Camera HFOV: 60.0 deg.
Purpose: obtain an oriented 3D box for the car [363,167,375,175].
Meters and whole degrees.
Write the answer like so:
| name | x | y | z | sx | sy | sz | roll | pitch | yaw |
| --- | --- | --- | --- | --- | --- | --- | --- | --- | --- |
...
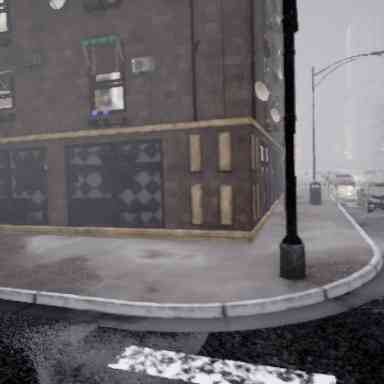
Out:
| name | x | y | z | sx | sy | sz | roll | pitch | yaw |
| --- | --- | --- | --- | --- | --- | --- | --- | --- | --- |
| car | 32.525 | -3.850 | 61.064 | 1.887 | 1.381 | 4.507 | 0 | 4 | 19 |

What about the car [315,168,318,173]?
| name | x | y | z | sx | sy | sz | roll | pitch | yaw |
| --- | --- | --- | --- | --- | --- | --- | --- | --- | --- |
| car | 32.229 | -5.458 | 84.927 | 1.887 | 1.381 | 4.507 | 0 | 4 | 19 |

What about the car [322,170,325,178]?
| name | x | y | z | sx | sy | sz | roll | pitch | yaw |
| --- | --- | --- | --- | --- | --- | --- | --- | --- | --- |
| car | 17.859 | -1.998 | 42.145 | 1.802 | 1.307 | 4.206 | 0 | 4 | 19 |

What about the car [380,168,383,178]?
| name | x | y | z | sx | sy | sz | roll | pitch | yaw |
| --- | --- | --- | --- | --- | --- | --- | --- | --- | --- |
| car | 27.138 | -2.557 | 45.026 | 2.008 | 1.369 | 4.403 | 0 | 4 | 19 |

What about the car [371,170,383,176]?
| name | x | y | z | sx | sy | sz | roll | pitch | yaw |
| --- | --- | --- | --- | --- | --- | --- | --- | --- | --- |
| car | 13.924 | -0.536 | 22.403 | 2.033 | 1.411 | 5.357 | -1 | 4 | 19 |

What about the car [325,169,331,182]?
| name | x | y | z | sx | sy | sz | roll | pitch | yaw |
| --- | --- | --- | --- | --- | --- | --- | --- | --- | --- |
| car | 16.007 | -1.610 | 36.633 | 1.752 | 1.417 | 4.829 | 0 | 4 | 19 |

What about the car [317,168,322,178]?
| name | x | y | z | sx | sy | sz | roll | pitch | yaw |
| --- | --- | --- | --- | --- | --- | --- | --- | --- | --- |
| car | 21.450 | -2.890 | 52.839 | 2.008 | 1.369 | 4.403 | 0 | 4 | 19 |

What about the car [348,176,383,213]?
| name | x | y | z | sx | sy | sz | roll | pitch | yaw |
| --- | --- | --- | --- | --- | --- | --- | --- | --- | --- |
| car | 8.754 | 0.135 | 15.446 | 2.008 | 1.369 | 4.403 | 0 | 4 | 19 |

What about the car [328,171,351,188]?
| name | x | y | z | sx | sy | sz | roll | pitch | yaw |
| --- | --- | --- | --- | --- | --- | --- | --- | --- | --- |
| car | 14.266 | -1.134 | 31.450 | 1.802 | 1.307 | 4.206 | 0 | 4 | 19 |
